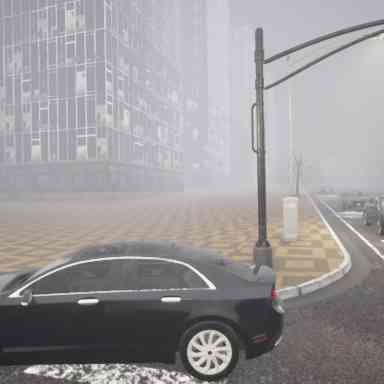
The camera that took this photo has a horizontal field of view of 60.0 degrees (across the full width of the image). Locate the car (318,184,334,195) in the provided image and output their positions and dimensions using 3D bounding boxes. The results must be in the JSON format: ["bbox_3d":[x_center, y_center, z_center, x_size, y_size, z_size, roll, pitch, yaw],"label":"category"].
[{"bbox_3d":[20.000,-0.417,49.679,2.128,1.511,4.902,-1,2,18],"label":"car"}]

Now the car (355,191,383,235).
[{"bbox_3d":[8.823,0.928,14.523,2.128,1.511,4.902,-1,2,18],"label":"car"}]

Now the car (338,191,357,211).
[{"bbox_3d":[12.123,0.602,24.880,1.994,1.385,4.181,-1,2,18],"label":"car"}]

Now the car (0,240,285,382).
[{"bbox_3d":[-1.188,1.505,4.804,4.892,1.490,1.837,0,0,-1],"label":"car"}]
